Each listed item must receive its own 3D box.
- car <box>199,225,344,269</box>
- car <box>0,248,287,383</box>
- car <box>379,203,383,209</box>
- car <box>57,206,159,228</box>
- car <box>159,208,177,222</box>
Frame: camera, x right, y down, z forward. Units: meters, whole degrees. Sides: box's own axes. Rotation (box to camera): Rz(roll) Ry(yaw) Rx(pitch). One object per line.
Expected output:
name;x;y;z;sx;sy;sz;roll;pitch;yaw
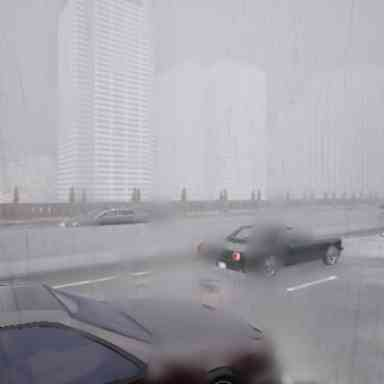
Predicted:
car;2.582;1.653;10.096;4.718;1.301;1.895;0;0;-37
car;-1.647;1.561;2.666;5.357;1.411;2.033;0;0;-35
car;28.723;1.793;47.346;5.357;1.411;2.033;0;0;-36
car;-4.569;1.580;18.085;4.902;1.511;2.128;0;0;-37
car;-3.660;1.661;23.142;5.357;1.411;2.033;0;0;-37
